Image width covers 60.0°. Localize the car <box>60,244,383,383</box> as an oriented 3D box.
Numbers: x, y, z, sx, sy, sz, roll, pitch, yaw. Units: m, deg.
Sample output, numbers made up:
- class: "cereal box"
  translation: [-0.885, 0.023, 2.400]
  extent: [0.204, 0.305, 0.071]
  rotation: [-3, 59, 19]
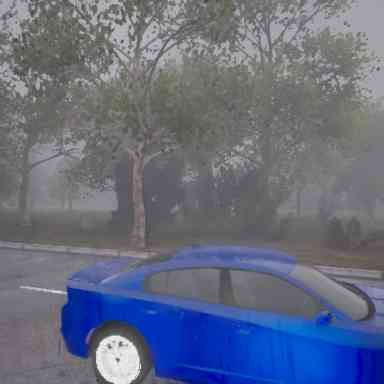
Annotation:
- class: "car"
  translation: [0.825, 1.472, 4.172]
  extent: [5.008, 1.535, 1.882]
  rotation: [1, 0, 16]
